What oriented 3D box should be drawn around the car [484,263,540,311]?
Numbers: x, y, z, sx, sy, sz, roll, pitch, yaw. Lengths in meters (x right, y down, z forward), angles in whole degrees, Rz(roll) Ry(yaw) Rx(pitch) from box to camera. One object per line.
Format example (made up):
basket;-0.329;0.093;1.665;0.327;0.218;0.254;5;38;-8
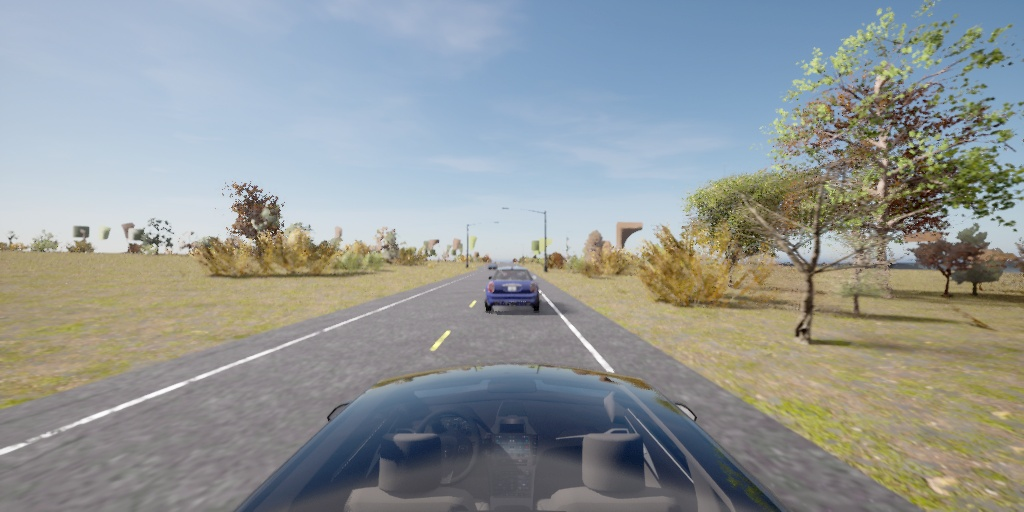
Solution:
car;0.019;1.243;15.283;2.097;1.767;4.553;0;-1;0
